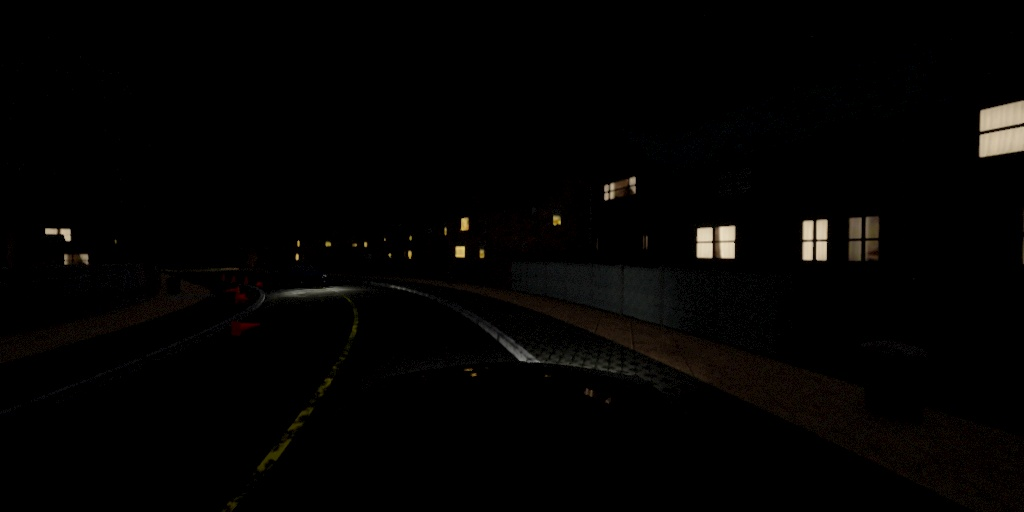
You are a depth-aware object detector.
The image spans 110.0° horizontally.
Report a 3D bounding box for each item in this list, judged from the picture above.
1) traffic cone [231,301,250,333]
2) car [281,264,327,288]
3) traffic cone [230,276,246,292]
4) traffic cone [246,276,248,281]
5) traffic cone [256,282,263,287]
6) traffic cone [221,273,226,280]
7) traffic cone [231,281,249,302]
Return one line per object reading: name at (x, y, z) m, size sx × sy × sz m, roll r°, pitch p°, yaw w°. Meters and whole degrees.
traffic cone at (-6.829, 1.502, 8.863) m, size 0.340 × 0.580 × 0.340 m, roll 0°, pitch 0°, yaw 22°
car at (-14.201, 1.265, 24.418) m, size 1.882 × 1.535 × 5.008 m, roll -1°, pitch 0°, yaw -44°
traffic cone at (-13.263, 1.393, 17.365) m, size 0.340 × 0.580 × 0.340 m, roll 0°, pitch 0°, yaw -21°
traffic cone at (-20.322, 1.842, 27.428) m, size 0.340 × 0.580 × 0.340 m, roll 0°, pitch 0°, yaw 43°
traffic cone at (-16.628, 1.605, 23.618) m, size 0.340 × 0.580 × 0.340 m, roll 0°, pitch 0°, yaw 44°
traffic cone at (-27.591, 1.970, 34.298) m, size 0.340 × 0.580 × 0.340 m, roll 0°, pitch 0°, yaw 43°
traffic cone at (-10.539, 1.364, 13.905) m, size 0.340 × 0.580 × 0.340 m, roll 0°, pitch 0°, yaw 29°
